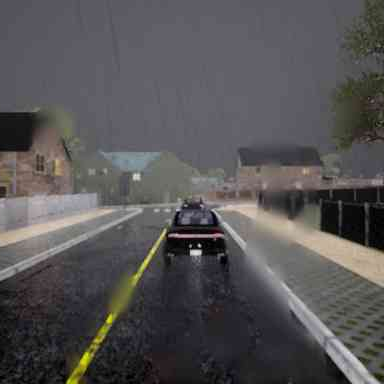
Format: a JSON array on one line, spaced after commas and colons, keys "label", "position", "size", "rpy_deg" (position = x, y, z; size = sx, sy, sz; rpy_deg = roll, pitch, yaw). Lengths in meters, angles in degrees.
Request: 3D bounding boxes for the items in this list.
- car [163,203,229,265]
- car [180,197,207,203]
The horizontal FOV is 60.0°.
[{"label": "car", "position": [0.099, 1.333, 11.063], "size": [2.128, 1.511, 4.902], "rpy_deg": [0, 1, 0]}, {"label": "car", "position": [0.100, 1.136, 25.419], "size": [2.128, 1.511, 4.902], "rpy_deg": [0, 1, 0]}]
